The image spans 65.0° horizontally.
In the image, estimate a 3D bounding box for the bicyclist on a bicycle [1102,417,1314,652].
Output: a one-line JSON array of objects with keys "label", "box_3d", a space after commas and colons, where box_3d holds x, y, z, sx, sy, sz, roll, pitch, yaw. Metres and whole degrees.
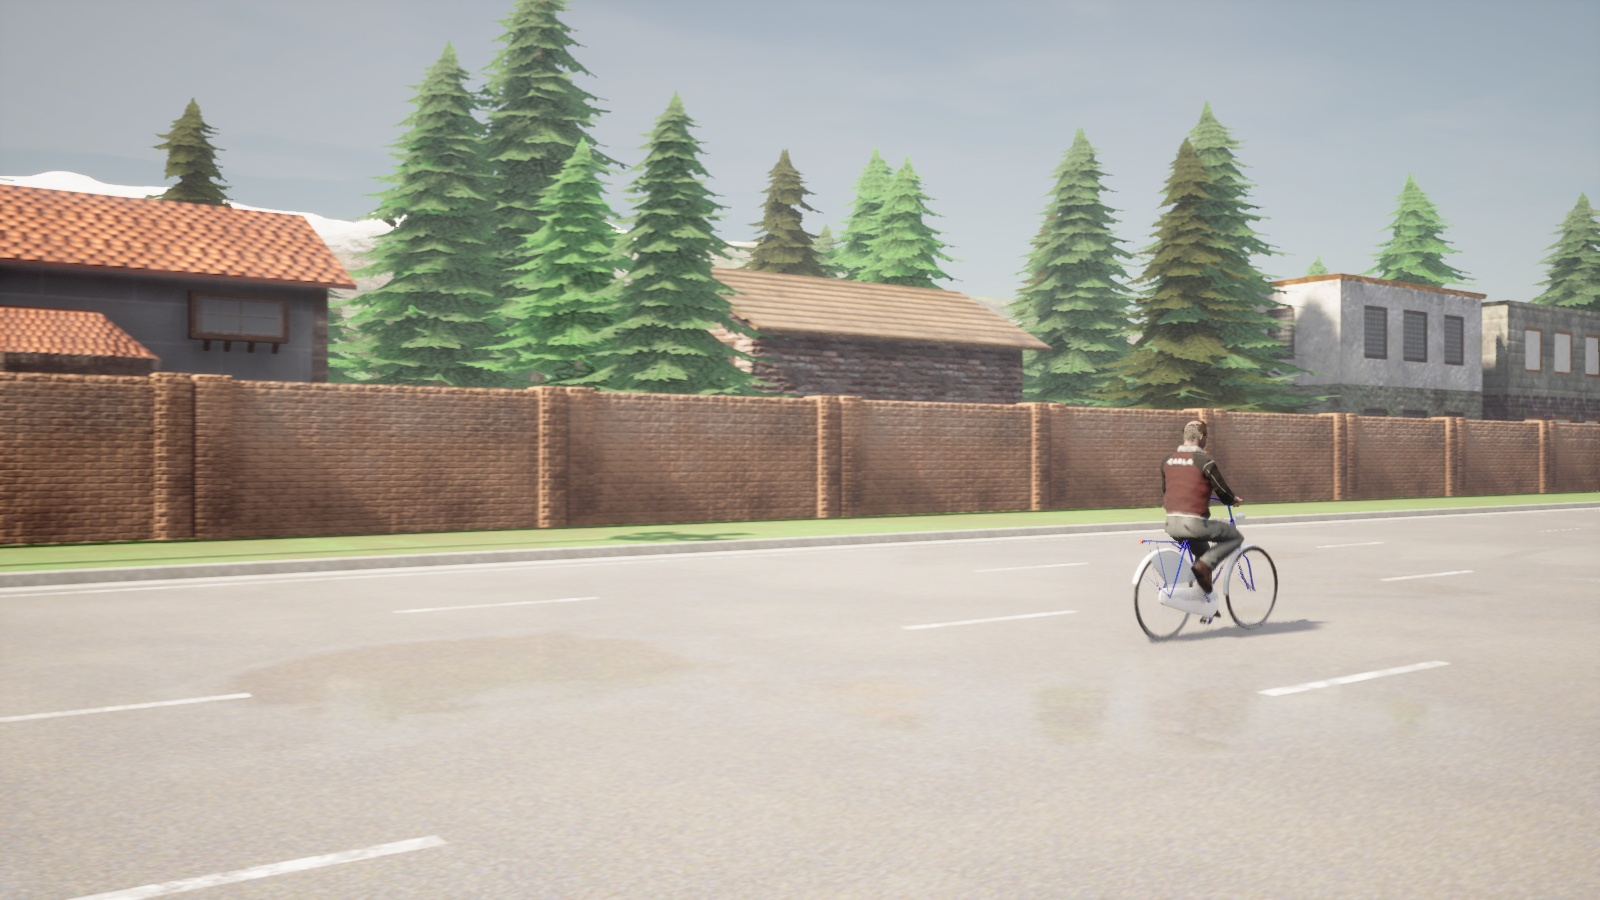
[{"label": "bicyclist on a bicycle", "box_3d": [3.358, 0.633, 10.260, 1.843, 1.776, 0.659, 0, 0, -35]}]
